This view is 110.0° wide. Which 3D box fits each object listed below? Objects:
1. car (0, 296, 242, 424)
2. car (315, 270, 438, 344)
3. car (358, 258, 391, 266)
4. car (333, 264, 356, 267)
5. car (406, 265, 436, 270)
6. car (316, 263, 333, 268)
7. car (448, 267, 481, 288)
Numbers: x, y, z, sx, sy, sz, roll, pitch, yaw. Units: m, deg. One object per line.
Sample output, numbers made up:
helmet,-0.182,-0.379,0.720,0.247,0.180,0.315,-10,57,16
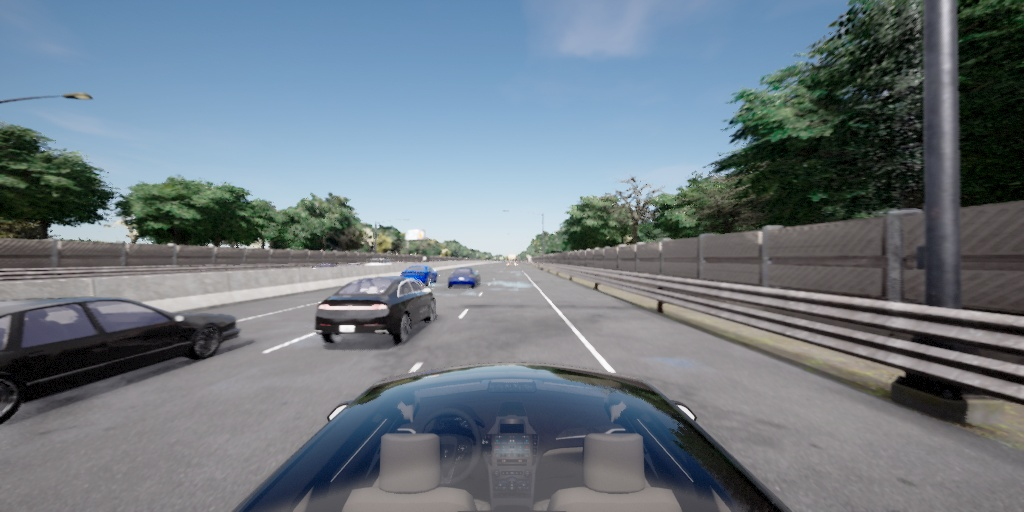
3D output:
car,-6.900,1.327,5.428,2.033,1.411,5.357,0,0,0
car,-3.400,1.306,9.819,2.128,1.511,4.902,0,0,0
car,-17.576,1.320,47.031,2.150,2.045,5.566,0,0,0
car,-21.074,1.701,47.243,1.895,1.301,4.718,0,0,0
car,-6.901,1.428,27.219,1.882,1.535,5.008,0,0,0
car,-24.570,1.667,47.816,1.994,1.385,4.181,0,0,0
car,-3.401,1.505,26.039,1.994,1.385,4.181,0,0,0
